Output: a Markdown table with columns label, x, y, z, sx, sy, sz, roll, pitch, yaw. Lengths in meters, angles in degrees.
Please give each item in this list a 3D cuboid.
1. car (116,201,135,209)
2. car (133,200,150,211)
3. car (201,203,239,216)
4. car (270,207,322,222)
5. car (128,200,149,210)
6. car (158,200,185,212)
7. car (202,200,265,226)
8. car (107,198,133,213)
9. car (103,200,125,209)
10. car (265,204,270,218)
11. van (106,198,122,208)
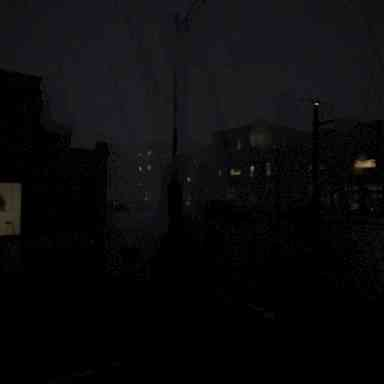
| label | x | y | z | sx | sy | sz | roll | pitch | yaw |
| --- | --- | --- | --- | --- | --- | --- | --- | --- | --- |
| car | -12.478 | 2.367 | 62.225 | 1.802 | 1.307 | 4.206 | 1 | -1 | -35 |
| car | -8.383 | 2.099 | 51.703 | 1.882 | 1.535 | 5.008 | 2 | -1 | -35 |
| car | 3.248 | 2.047 | 39.580 | 1.752 | 1.417 | 4.829 | 1 | -1 | -35 |
| car | 9.674 | 1.980 | 30.326 | 1.947 | 1.339 | 4.313 | 1 | -1 | -35 |
| car | -9.313 | 2.172 | 57.670 | 1.967 | 1.590 | 4.097 | 1 | -1 | -35 |
| car | -2.983 | 1.941 | 48.558 | 2.192 | 1.841 | 5.009 | 1 | -1 | -35 |
| car | 2.794 | 1.541 | 25.551 | 2.192 | 1.841 | 5.009 | 1 | -1 | -35 |
| car | -9.865 | 1.878 | 43.777 | 1.967 | 1.590 | 4.097 | 1 | -1 | -35 |
| car | -14.133 | 2.207 | 59.899 | 2.128 | 1.511 | 4.902 | 2 | -1 | -35 |
| car | 6.510 | 1.907 | 34.885 | 1.967 | 1.590 | 4.097 | 1 | -1 | -35 |
| van | -15.642 | 2.179 | 66.786 | 1.690 | 1.788 | 3.998 | 1 | -1 | -35 |
